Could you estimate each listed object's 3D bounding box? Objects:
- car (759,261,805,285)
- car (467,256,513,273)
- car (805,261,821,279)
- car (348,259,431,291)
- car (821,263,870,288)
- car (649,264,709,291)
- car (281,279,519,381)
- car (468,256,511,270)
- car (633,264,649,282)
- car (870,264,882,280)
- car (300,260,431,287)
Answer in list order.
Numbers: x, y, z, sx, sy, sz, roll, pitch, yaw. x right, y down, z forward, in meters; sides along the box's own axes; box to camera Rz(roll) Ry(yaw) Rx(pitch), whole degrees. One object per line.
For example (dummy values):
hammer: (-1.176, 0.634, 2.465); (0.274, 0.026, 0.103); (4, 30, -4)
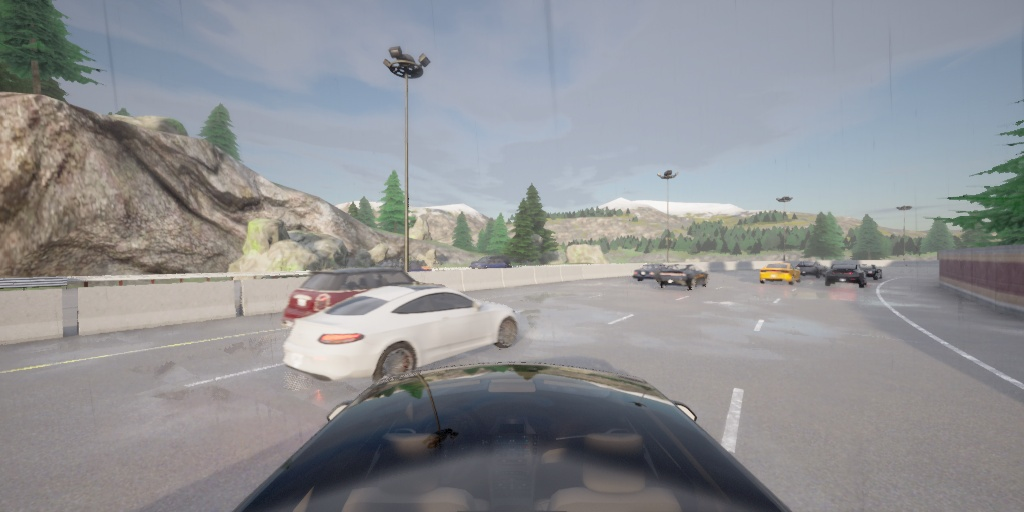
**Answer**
car: (19.747, 1.228, 26.340); (5.008, 1.535, 1.882); (0, 0, -44)
car: (-2.629, 0.972, 43.984); (5.566, 2.045, 2.150); (0, 0, -44)
car: (27.685, 1.242, 33.218); (4.902, 1.511, 2.128); (0, 0, -39)
car: (-7.630, 1.102, 22.661); (2.097, 1.767, 4.553); (0, 0, 39)
car: (22.481, 1.255, 24.111); (4.892, 1.490, 1.837); (0, 0, -43)
car: (10.689, 1.242, 22.218); (2.128, 1.511, 4.902); (0, 0, 43)
car: (-1.706, 1.276, 6.923); (1.812, 1.442, 4.674); (0, 0, 35)
car: (-2.640, 1.102, 38.947); (2.097, 1.767, 4.553); (0, 0, 45)
car: (11.404, 1.298, 28.073); (2.033, 1.411, 5.357); (0, 0, 45)
car: (30.419, 1.351, 30.946); (4.718, 1.301, 1.895); (0, 0, -39)
car: (-3.693, 1.103, 10.130); (2.097, 1.767, 4.553); (0, 0, 35)
